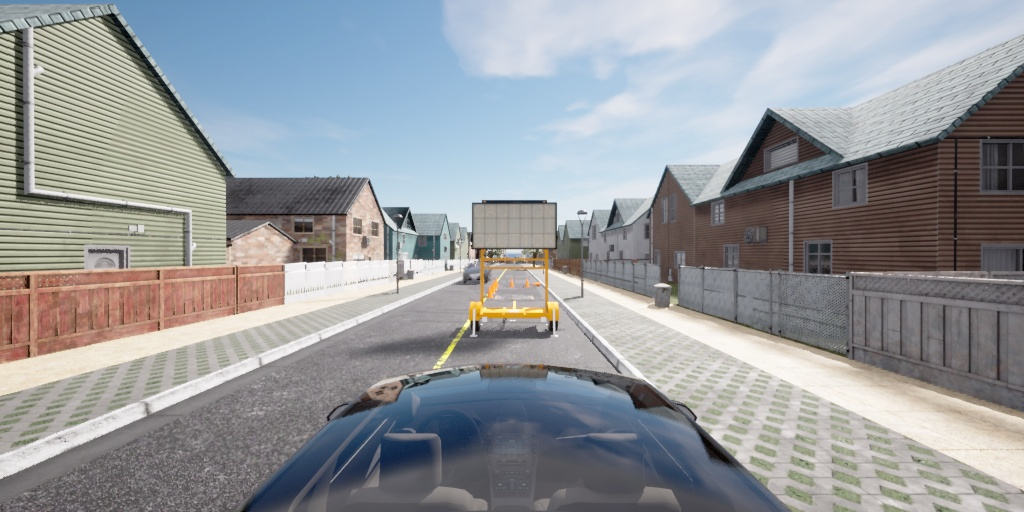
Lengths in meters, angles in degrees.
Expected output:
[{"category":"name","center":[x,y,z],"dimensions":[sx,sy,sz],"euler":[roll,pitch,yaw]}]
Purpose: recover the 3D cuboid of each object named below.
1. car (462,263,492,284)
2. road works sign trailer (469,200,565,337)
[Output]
[{"category":"car","center":[-2.572,1.268,26.982],"dimensions":[2.128,1.511,4.902],"euler":[0,0,0]},{"category":"road works sign trailer","center":[0.069,0.214,10.264],"dimensions":[2.380,3.560,2.880],"euler":[0,0,1]}]
